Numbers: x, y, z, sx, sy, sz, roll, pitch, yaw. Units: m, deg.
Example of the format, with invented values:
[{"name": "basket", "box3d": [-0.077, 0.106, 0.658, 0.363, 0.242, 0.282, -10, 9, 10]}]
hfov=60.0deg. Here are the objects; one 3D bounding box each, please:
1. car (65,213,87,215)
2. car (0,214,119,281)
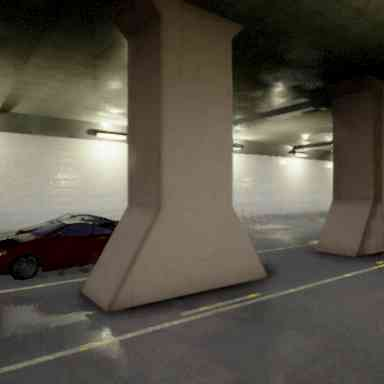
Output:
[{"name": "car", "box3d": [-4.804, 1.549, 13.464, 4.181, 1.385, 1.994, 0, 0, -36]}, {"name": "car", "box3d": [-3.765, 1.554, 9.906, 4.181, 1.385, 1.994, 0, 0, -36]}]
